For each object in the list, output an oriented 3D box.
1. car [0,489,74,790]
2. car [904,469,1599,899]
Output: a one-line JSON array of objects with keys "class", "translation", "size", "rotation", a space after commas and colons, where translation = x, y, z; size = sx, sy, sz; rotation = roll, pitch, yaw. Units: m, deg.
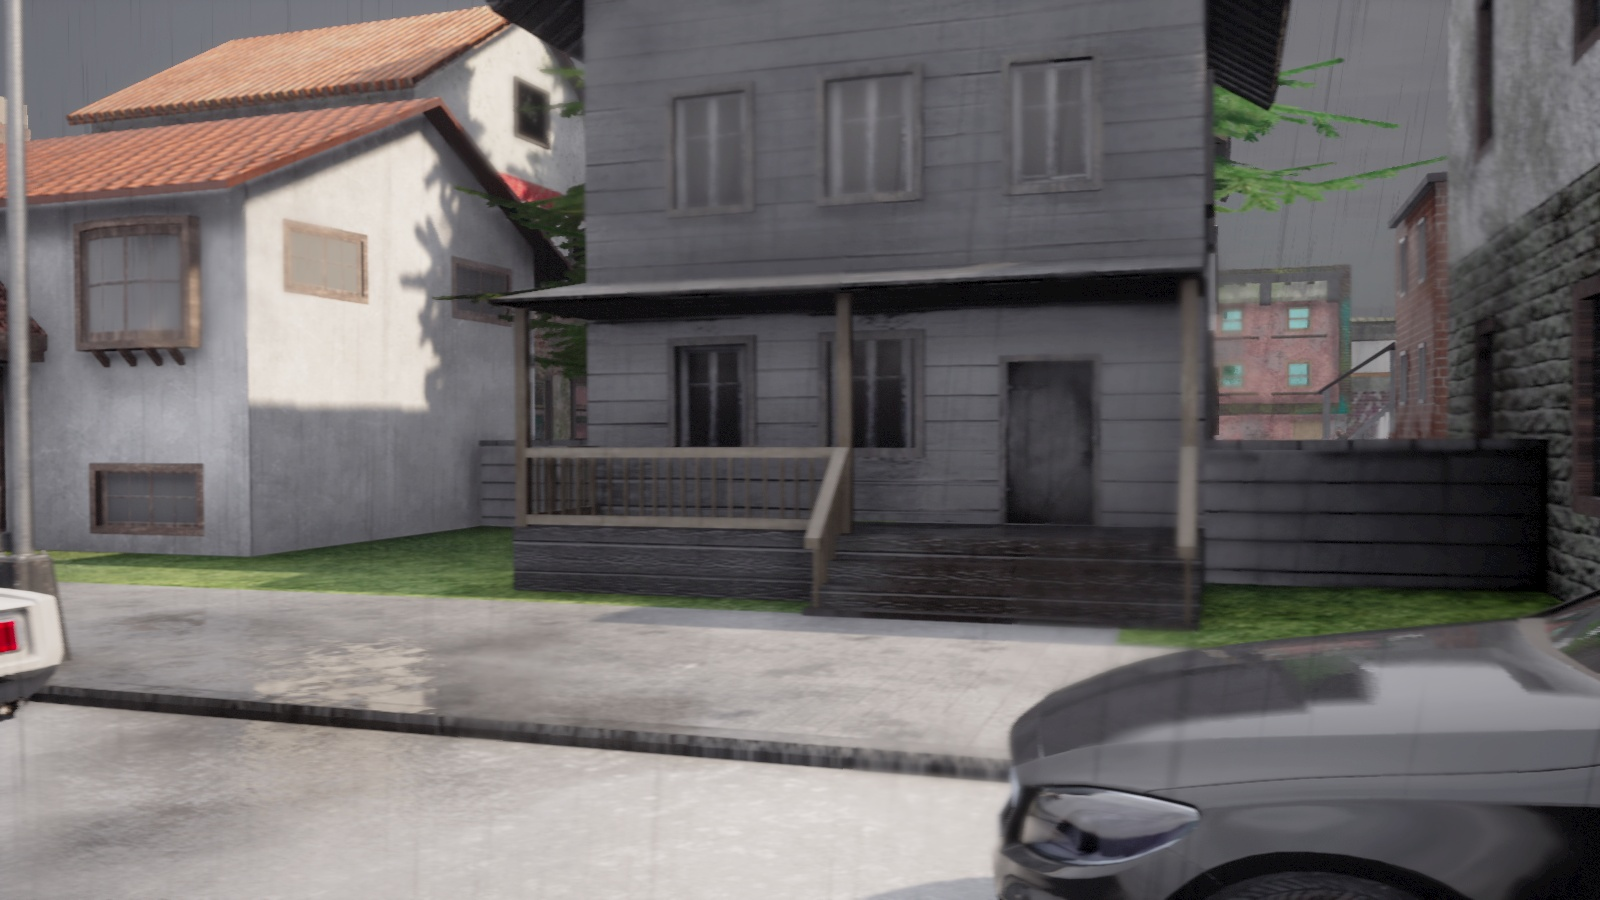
[{"class": "car", "translation": [-5.934, 0.840, 5.720], "size": [4.718, 1.301, 1.895], "rotation": [0, 1, 19]}, {"class": "car", "translation": [2.727, 0.814, 2.804], "size": [4.674, 1.442, 1.812], "rotation": [0, 1, 19]}]
